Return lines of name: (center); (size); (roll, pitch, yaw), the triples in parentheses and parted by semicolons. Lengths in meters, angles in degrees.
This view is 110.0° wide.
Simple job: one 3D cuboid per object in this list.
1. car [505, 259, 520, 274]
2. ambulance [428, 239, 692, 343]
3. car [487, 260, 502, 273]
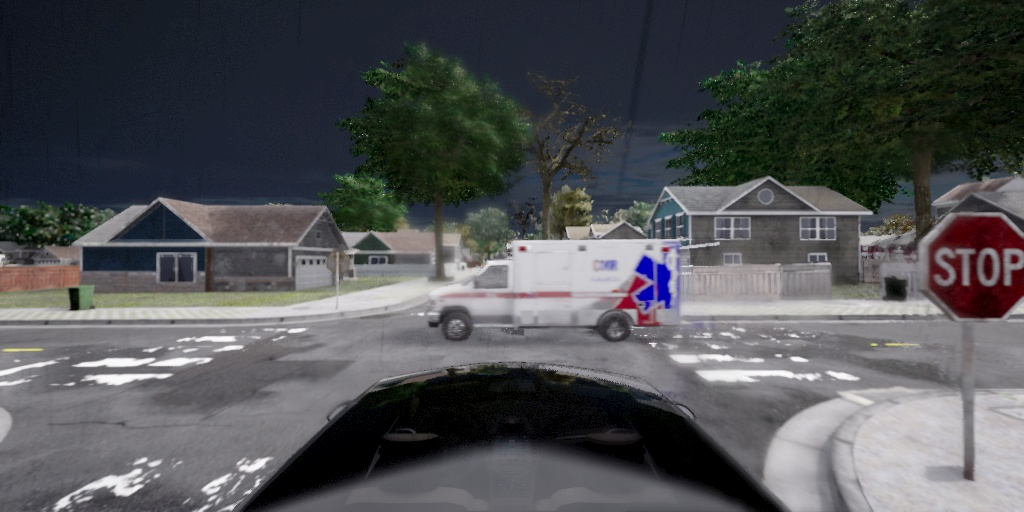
car: (0.094, 1.531, 51.963); (2.150, 2.045, 5.566); (0, -1, 0)
ambulance: (1.061, 0.862, 9.515); (6.366, 2.431, 2.351); (-1, -1, 0)
car: (-2.648, 1.577, 56.077); (2.150, 2.045, 5.566); (0, -1, 0)
